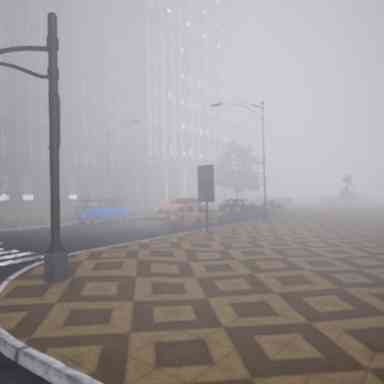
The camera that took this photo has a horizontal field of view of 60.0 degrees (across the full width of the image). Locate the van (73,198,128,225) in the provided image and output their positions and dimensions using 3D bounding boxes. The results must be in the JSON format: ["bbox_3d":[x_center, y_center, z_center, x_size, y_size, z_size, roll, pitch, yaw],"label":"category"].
[{"bbox_3d":[-6.418,1.334,23.614,1.690,1.788,3.998,-1,-1,35],"label":"van"}]

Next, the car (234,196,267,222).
[{"bbox_3d":[3.423,1.189,23.763,1.967,1.590,4.097,-2,-1,35],"label":"car"}]

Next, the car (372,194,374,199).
[{"bbox_3d":[41.605,0.981,79.043,1.752,1.417,4.829,-2,-1,35],"label":"car"}]

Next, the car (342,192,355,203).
[{"bbox_3d":[25.585,1.009,55.965,1.967,1.590,4.097,-2,-1,35],"label":"car"}]

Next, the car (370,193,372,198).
[{"bbox_3d":[38.346,1.043,74.300,1.947,1.339,4.313,-2,-1,35],"label":"car"}]

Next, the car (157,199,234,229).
[{"bbox_3d":[0.357,1.301,19.300,1.752,1.417,4.829,-1,-1,35],"label":"car"}]

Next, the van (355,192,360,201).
[{"bbox_3d":[28.774,0.886,60.548,1.690,1.788,3.998,-2,-1,35],"label":"van"}]

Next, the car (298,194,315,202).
[{"bbox_3d":[22.106,1.202,65.101,1.967,1.590,4.097,-2,-1,35],"label":"car"}]

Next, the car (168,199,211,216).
[{"bbox_3d":[-0.172,1.463,32.692,1.752,1.417,4.829,-1,-1,35],"label":"car"}]

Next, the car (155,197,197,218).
[{"bbox_3d":[-0.954,1.246,26.964,2.097,1.767,4.553,-2,-1,35],"label":"car"}]

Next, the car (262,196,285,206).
[{"bbox_3d":[12.601,1.378,51.270,1.887,1.381,4.507,-2,-1,35],"label":"car"}]

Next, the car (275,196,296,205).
[{"bbox_3d":[15.770,1.359,55.880,2.008,1.369,4.403,-2,-1,35],"label":"car"}]

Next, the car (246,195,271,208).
[{"bbox_3d":[9.429,1.298,46.662,1.967,1.590,4.097,-2,-1,35],"label":"car"}]

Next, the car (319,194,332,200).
[{"bbox_3d":[31.616,1.240,78.928,1.887,1.381,4.507,-2,-1,35],"label":"car"}]

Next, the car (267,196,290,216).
[{"bbox_3d":[6.589,1.303,28.364,1.802,1.307,4.206,-2,-1,35],"label":"car"}]

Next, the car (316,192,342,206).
[{"bbox_3d":[19.349,1.142,46.905,1.752,1.417,4.829,-2,-1,35],"label":"car"}]

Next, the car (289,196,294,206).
[{"bbox_3d":[12.197,1.346,45.950,1.994,1.385,4.181,-2,-1,35],"label":"car"}]

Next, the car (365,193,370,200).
[{"bbox_3d":[35.140,0.815,69.727,2.192,1.841,5.009,-2,-1,35],"label":"car"}]

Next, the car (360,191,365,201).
[{"bbox_3d":[31.956,0.962,65.139,1.967,1.590,4.097,-2,-1,35],"label":"car"}]

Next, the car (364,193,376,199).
[{"bbox_3d":[44.673,0.986,83.504,2.008,1.369,4.403,-2,-1,35],"label":"car"}]
